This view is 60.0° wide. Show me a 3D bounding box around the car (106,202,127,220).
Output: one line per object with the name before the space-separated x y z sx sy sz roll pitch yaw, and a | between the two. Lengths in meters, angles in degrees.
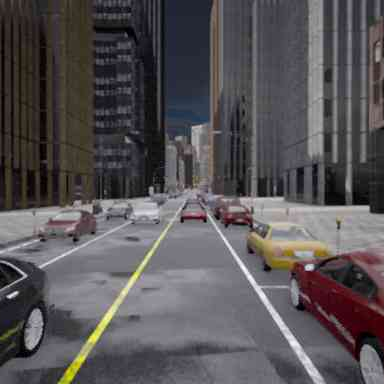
car | -5.752 1.469 27.005 2.008 1.369 4.403 0 0 0

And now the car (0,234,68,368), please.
car | -3.081 1.496 3.206 1.837 1.490 4.892 0 0 0

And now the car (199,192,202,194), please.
car | 2.807 1.137 60.135 2.192 1.841 5.009 0 0 0

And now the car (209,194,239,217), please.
car | 2.789 1.234 26.983 2.192 1.841 5.009 0 0 0

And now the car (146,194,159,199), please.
car | -5.737 1.396 43.410 1.752 1.417 4.829 0 0 0

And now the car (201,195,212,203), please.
car | 2.811 1.358 65.661 2.008 1.369 4.403 0 0 0

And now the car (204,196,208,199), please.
car | 2.796 1.437 38.034 2.008 1.369 4.403 0 0 0

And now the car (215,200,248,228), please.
car | 2.787 1.480 21.458 1.887 1.381 4.507 0 0 0

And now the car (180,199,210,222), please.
car | 0.119 1.487 25.492 1.994 1.385 4.181 0 0 0

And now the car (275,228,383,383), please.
car | 2.778 1.530 4.882 1.887 1.381 4.507 0 0 0

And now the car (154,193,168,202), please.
car | -5.727 1.152 54.629 2.192 1.841 5.009 0 0 0

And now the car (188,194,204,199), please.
car | 0.134 1.356 45.275 2.128 1.511 4.902 0 0 0

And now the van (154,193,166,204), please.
van | -5.722 1.163 60.154 1.690 1.788 3.998 0 0 0

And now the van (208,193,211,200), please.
van | 2.793 1.244 32.508 1.690 1.788 3.998 0 0 0

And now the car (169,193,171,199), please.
car | -5.716 1.332 65.509 1.752 1.417 4.829 0 0 0

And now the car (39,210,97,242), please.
car | -5.762 1.534 15.956 1.802 1.307 4.206 0 0 0

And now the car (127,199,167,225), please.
car | -3.058 1.455 23.432 1.812 1.442 4.674 0 0 0

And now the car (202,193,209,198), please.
car | 2.802 1.294 49.085 1.967 1.590 4.097 0 0 0

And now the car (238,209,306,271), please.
car | 2.781 1.493 10.577 1.752 1.417 4.829 0 0 0
